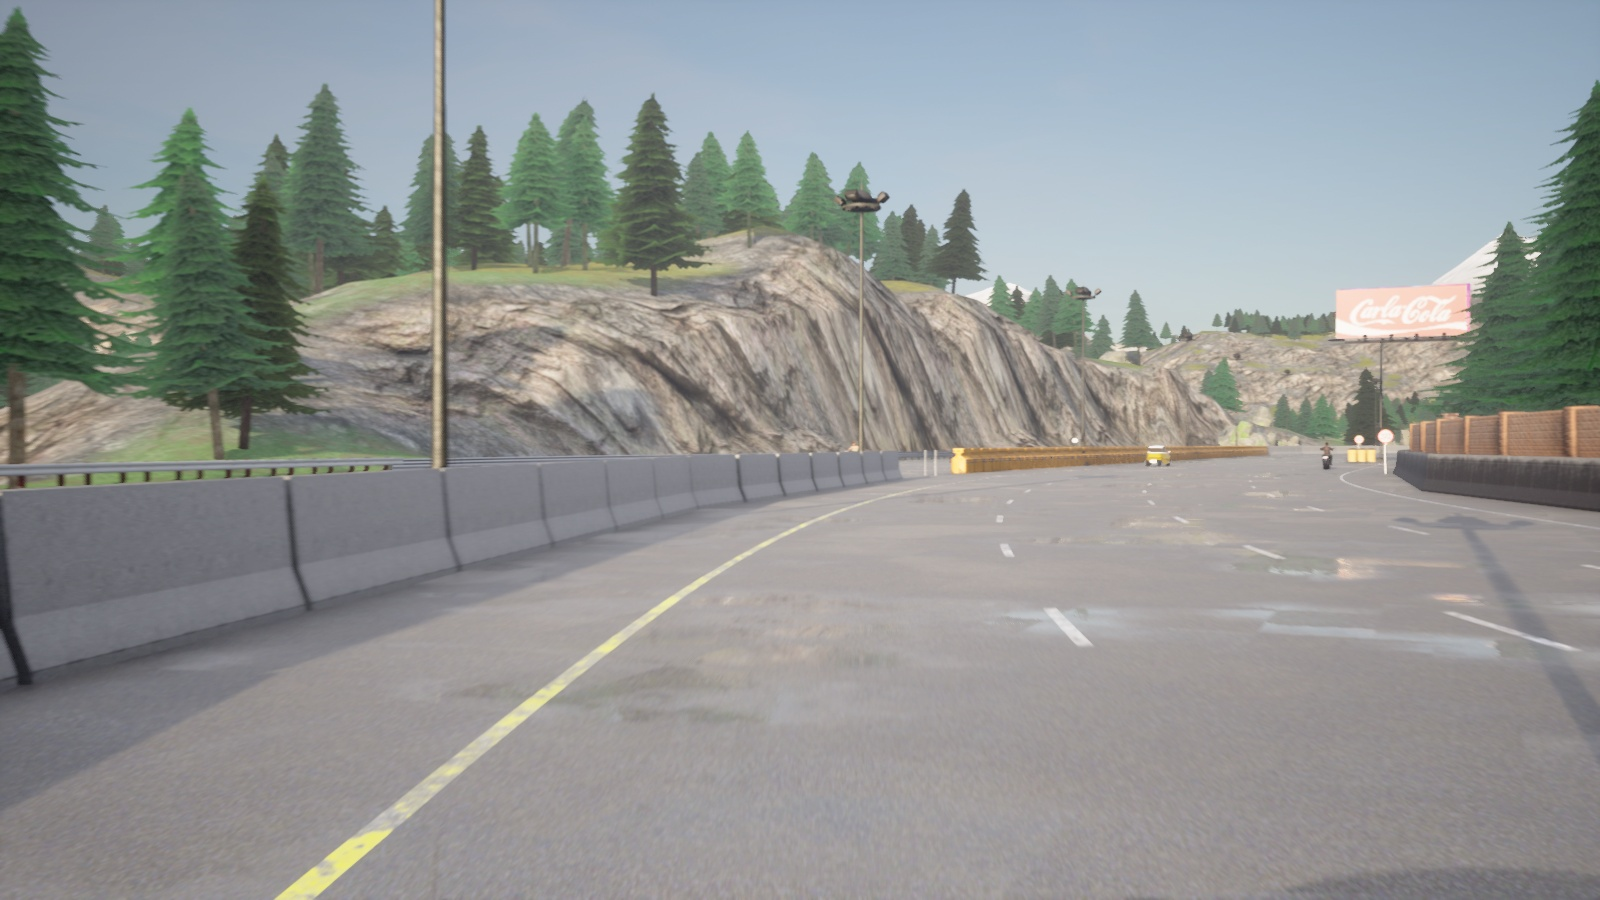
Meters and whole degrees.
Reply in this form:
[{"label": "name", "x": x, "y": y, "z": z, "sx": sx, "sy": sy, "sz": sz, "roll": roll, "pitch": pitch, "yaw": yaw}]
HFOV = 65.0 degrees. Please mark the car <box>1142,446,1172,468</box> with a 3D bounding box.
[{"label": "car", "x": 23.159, "y": 0.422, "z": 81.477, "sx": 1.481, "sy": 1.376, "sz": 2.207, "roll": 0, "pitch": 1, "yaw": 27}]
